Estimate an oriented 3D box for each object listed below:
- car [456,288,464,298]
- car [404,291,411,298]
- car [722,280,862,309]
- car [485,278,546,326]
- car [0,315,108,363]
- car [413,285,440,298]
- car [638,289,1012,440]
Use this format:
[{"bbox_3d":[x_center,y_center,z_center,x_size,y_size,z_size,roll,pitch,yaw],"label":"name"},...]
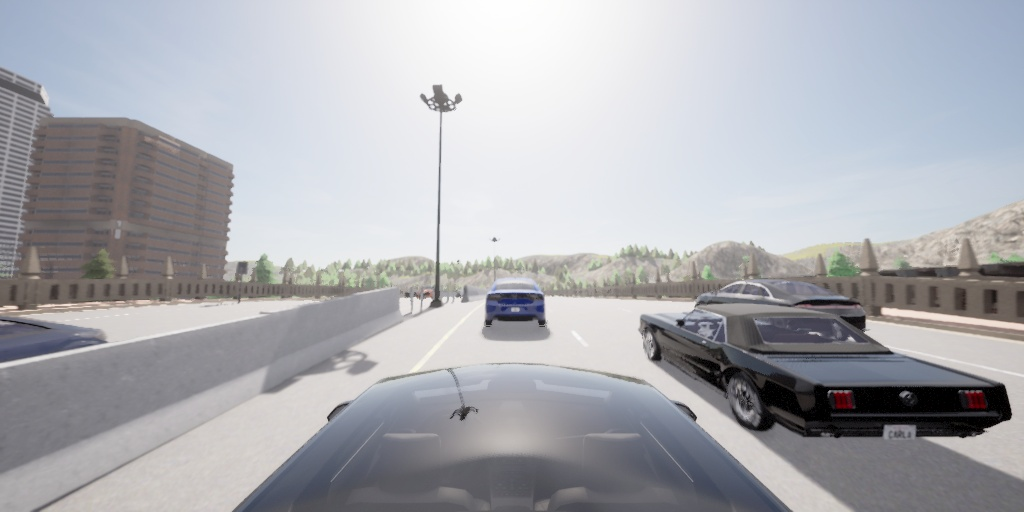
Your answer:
[{"bbox_3d":[-7.064,5.426,53.147,2.128,1.511,4.902,0,-6,0],"label":"car"},{"bbox_3d":[-14.064,5.416,52.006,1.895,1.301,4.718,0,-6,0],"label":"car"},{"bbox_3d":[7.099,1.417,10.188,2.128,1.511,4.902,0,-2,0],"label":"car"},{"bbox_3d":[0.099,1.519,12.805,1.882,1.535,5.008,0,-3,0],"label":"car"},{"bbox_3d":[-7.100,1.325,3.727,1.994,1.385,4.181,0,-1,0],"label":"car"},{"bbox_3d":[-10.581,4.504,45.782,2.097,1.767,4.553,0,-6,0],"label":"car"},{"bbox_3d":[3.600,1.394,5.551,1.895,1.301,4.718,0,-1,0],"label":"car"}]
